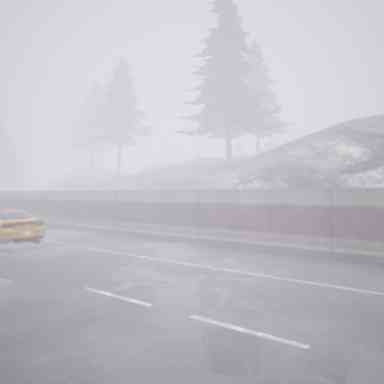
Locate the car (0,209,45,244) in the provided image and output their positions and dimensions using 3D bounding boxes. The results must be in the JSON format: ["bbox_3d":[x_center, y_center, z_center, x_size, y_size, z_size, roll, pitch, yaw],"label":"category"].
[{"bbox_3d":[-8.477,1.494,14.833,5.008,1.535,1.882,0,0,39],"label":"car"}]
